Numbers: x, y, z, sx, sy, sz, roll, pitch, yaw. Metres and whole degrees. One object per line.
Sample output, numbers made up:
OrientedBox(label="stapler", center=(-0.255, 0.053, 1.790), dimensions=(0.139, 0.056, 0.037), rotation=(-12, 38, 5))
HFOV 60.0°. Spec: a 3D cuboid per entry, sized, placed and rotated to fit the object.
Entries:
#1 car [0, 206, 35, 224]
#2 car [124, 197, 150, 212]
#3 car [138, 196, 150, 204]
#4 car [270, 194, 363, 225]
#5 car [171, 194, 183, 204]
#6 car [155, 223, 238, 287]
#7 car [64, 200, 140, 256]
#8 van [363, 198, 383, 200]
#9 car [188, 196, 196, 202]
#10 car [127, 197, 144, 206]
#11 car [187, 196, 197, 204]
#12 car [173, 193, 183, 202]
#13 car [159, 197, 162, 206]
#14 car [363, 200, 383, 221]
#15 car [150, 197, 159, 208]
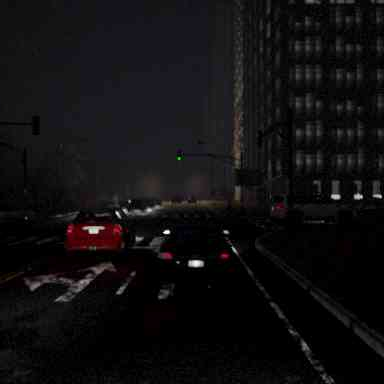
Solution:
OrientedBox(label="car", center=(-14.276, 1.679, 24.518), dimensions=(4.718, 1.301, 1.895), rotation=(-2, -2, 8))
OrientedBox(label="car", center=(-6.584, 1.579, 40.292), dimensions=(1.837, 1.490, 4.892), rotation=(0, 0, 0))
OrientedBox(label="car", center=(-9.745, 1.682, 67.960), dimensions=(1.882, 1.535, 5.008), rotation=(0, 0, 0))
OrientedBox(label="car", center=(8.142, 1.154, 22.644), dimensions=(5.566, 2.045, 2.150), rotation=(0, -3, -5))
OrientedBox(label="car", center=(-3.245, 1.688, 68.724), dimensions=(1.882, 1.535, 5.008), rotation=(0, 0, 0))
OrientedBox(label="car", center=(0.127, 1.566, 9.396), dimensions=(1.994, 1.385, 4.181), rotation=(0, 0, 1))
OrientedBox(label="car", center=(-3.488, 1.360, 13.410), dimensions=(2.097, 1.767, 4.553), rotation=(0, 0, -4))
OrientedBox(label="van", center=(15.939, 1.377, 27.879), dimensions=(3.998, 1.788, 1.690), rotation=(0, -1, -1))
OrientedBox(label="car", center=(0.006, 1.637, 79.145), dimensions=(1.882, 1.535, 5.008), rotation=(0, 0, 0))
OrientedBox(label="car", center=(-9.756, 1.640, 57.686), dimensions=(2.128, 1.511, 4.902), rotation=(0, 0, 0))
OrientedBox(label="car", center=(0.005, 1.756, 68.723), dimensions=(2.033, 1.411, 5.357), rotation=(0, 0, 0))
OrientedBox(label="car", center=(-3.244, 1.384, 79.177), dimensions=(2.150, 2.045, 5.566), rotation=(0, 0, 0))
OrientedBox(label="car", center=(-6.496, 1.652, 60.019), dimensions=(2.128, 1.511, 4.902), rotation=(0, 0, 0))
OrientedBox(label="car", center=(13.457, 1.521, 25.240), dimensions=(5.357, 1.411, 2.033), rotation=(0, -2, -1))
OrientedBox(label="car", center=(-6.560, 1.710, 49.548), dimensions=(1.895, 1.301, 4.718), rotation=(0, 0, 1))
